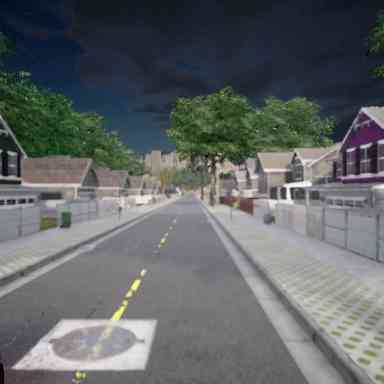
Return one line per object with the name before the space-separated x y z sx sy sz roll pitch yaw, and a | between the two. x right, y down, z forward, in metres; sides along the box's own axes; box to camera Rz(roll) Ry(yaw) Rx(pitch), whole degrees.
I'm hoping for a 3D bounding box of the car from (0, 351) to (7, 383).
car | -2.819 1.568 1.552 1.994 1.385 4.181 0 0 0
